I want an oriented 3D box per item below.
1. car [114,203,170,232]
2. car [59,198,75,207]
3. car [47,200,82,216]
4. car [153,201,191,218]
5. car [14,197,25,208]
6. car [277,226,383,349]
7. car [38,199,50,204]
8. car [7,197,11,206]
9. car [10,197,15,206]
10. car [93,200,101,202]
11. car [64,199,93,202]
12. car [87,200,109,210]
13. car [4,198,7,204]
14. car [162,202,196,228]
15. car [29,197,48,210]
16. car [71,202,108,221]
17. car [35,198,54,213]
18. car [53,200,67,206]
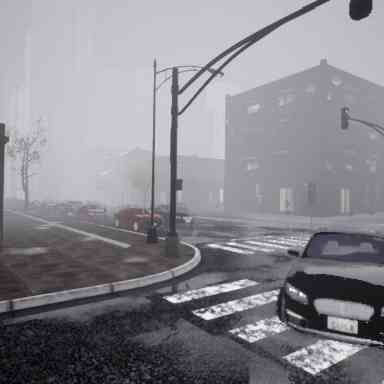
[{"bbox_3d":[-3.390,1.615,20.855,1.887,1.381,4.507,1,-1,-35],"label":"car"},{"bbox_3d":[-25.190,2.114,66.899,1.967,1.590,4.097,1,-1,-35],"label":"car"},{"bbox_3d":[-13.703,1.792,35.610,1.947,1.339,4.313,1,-1,-35],"label":"car"},{"bbox_3d":[-2.096,1.762,34.083,1.967,1.590,4.097,1,-1,-35],"label":"car"},{"bbox_3d":[-29.071,2.012,57.812,1.887,1.381,4.507,1,-1,-35],"label":"car"},{"bbox_3d":[3.102,1.493,6.585,2.128,1.511,4.902,1,0,27],"label":"car"},{"bbox_3d":[-37.966,2.403,85.178,1.752,1.417,4.829,1,-1,-35],"label":"car"},{"bbox_3d":[-35.229,2.131,66.635,1.947,1.339,4.313,1,-1,-35],"label":"car"},{"bbox_3d":[-32.059,2.081,62.100,1.947,1.339,4.313,1,-1,-35],"label":"car"},{"bbox_3d":[-14.429,1.915,46.994,2.128,1.511,4.902,1,-1,-35],"label":"car"},{"bbox_3d":[-14.359,1.828,41.351,1.837,1.490,4.892,1,-1,-35],"label":"car"},{"bbox_3d":[-14.780,2.039,52.124,1.752,1.417,4.829,1,-1,-35],"label":"car"},{"bbox_3d":[-38.398,1.930,71.173,2.192,1.841,5.009,1,-1,-35],"label":"car"},{"bbox_3d":[-1.637,1.621,23.107,2.128,1.511,4.902,1,-1,-35],"label":"car"},{"bbox_3d":[-22.678,1.891,48.572,1.752,1.417,4.829,1,-1,-35],"label":"car"},{"bbox_3d":[-8.547,1.730,28.232,1.802,1.307,4.206,1,-1,-35],"label":"car"},{"bbox_3d":[-18.002,1.843,41.811,2.008,1.369,4.403,1,-1,-35],"label":"car"},{"bbox_3d":[-28.360,2.306,71.433,1.802,1.307,4.206,1,-1,-35],"label":"car"}]
